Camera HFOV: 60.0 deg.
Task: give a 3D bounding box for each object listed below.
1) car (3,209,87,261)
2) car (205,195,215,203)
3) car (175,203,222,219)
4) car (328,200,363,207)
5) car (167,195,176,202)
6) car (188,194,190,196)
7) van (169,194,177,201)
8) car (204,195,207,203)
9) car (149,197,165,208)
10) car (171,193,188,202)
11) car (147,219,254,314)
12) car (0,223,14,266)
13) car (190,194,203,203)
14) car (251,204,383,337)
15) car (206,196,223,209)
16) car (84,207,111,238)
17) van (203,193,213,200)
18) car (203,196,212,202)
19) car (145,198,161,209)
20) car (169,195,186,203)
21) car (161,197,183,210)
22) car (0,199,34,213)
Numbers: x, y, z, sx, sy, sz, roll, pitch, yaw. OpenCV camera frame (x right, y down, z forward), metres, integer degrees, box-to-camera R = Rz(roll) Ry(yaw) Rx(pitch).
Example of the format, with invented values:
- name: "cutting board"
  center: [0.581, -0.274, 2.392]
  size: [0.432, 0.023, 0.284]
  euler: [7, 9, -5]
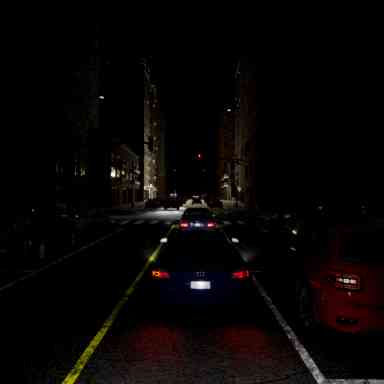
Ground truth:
- name: "car"
  center: [-5.703, 1.547, 12.328]
  size: [1.887, 1.381, 4.507]
  euler: [1, 0, 1]
- name: "car"
  center: [3.307, 1.594, 50.526]
  size: [1.802, 1.307, 4.206]
  euler: [1, 0, 1]
- name: "car"
  center: [0.269, 1.551, 17.776]
  size: [2.033, 1.411, 5.357]
  euler: [0, 0, 0]
- name: "car"
  center: [13.988, 1.502, 31.920]
  size: [4.553, 1.767, 2.097]
  euler: [0, -1, 1]
- name: "car"
  center: [-4.857, 1.465, 79.004]
  size: [1.967, 1.590, 4.097]
  euler: [1, 0, 1]
- name: "car"
  center: [-2.085, 1.562, 72.847]
  size: [2.033, 1.411, 5.357]
  euler: [0, 0, 1]
- name: "van"
  center: [-4.784, 1.370, 84.677]
  size: [1.690, 1.788, 3.998]
  euler: [1, 0, 1]
- name: "car"
  center: [3.379, 1.596, 56.199]
  size: [1.802, 1.307, 4.206]
  euler: [1, 0, 1]
- name: "car"
  center: [-5.218, 1.556, 50.642]
  size: [1.887, 1.381, 4.507]
  euler: [1, 0, 1]
- name: "car"
  center: [-2.283, 1.368, 62.248]
  size: [2.097, 1.767, 4.553]
  euler: [0, 0, 1]
- name: "car"
  center: [0.175, 1.566, 7.712]
  size: [1.994, 1.385, 4.181]
  euler: [0, 0, 1]
- name: "car"
  center: [-5.776, 1.526, 6.534]
  size: [1.752, 1.417, 4.829]
  euler: [1, 0, 1]
- name: "car"
  center: [0.888, 1.564, 62.685]
  size: [2.033, 1.411, 5.357]
  euler: [0, 0, 1]
- name: "car"
  center: [2.753, 1.316, 6.587]
  size: [2.192, 1.841, 5.009]
  euler: [1, 0, 1]
- name: "car"
  center: [3.235, 1.592, 44.853]
  size: [1.802, 1.307, 4.206]
  euler: [1, 0, 1]
- name: "car"
  center: [-5.634, 1.529, 17.782]
  size: [1.752, 1.417, 4.829]
  euler: [1, 0, 1]
- name: "van"
  center: [3.453, 1.357, 61.872]
  size: [1.690, 1.788, 3.998]
  euler: [1, 0, 1]
- name: "car"
  center: [3.666, 1.607, 78.890]
  size: [1.802, 1.307, 4.206]
  euler: [1, 0, 1]
- name: "car"
  center: [-5.289, 1.555, 44.970]
  size: [1.887, 1.381, 4.507]
  euler: [1, 0, 1]
- name: "car"
  center: [-2.433, 1.613, 52.607]
  size: [1.895, 1.301, 4.718]
  euler: [0, 0, 1]
- name: "car"
  center: [-2.559, 1.611, 43.176]
  size: [1.895, 1.301, 4.718]
  euler: [0, 0, 1]
- name: "car"
  center: [-16.425, 1.341, 29.272]
  size: [4.902, 1.511, 2.128]
  euler: [1, -1, 1]
